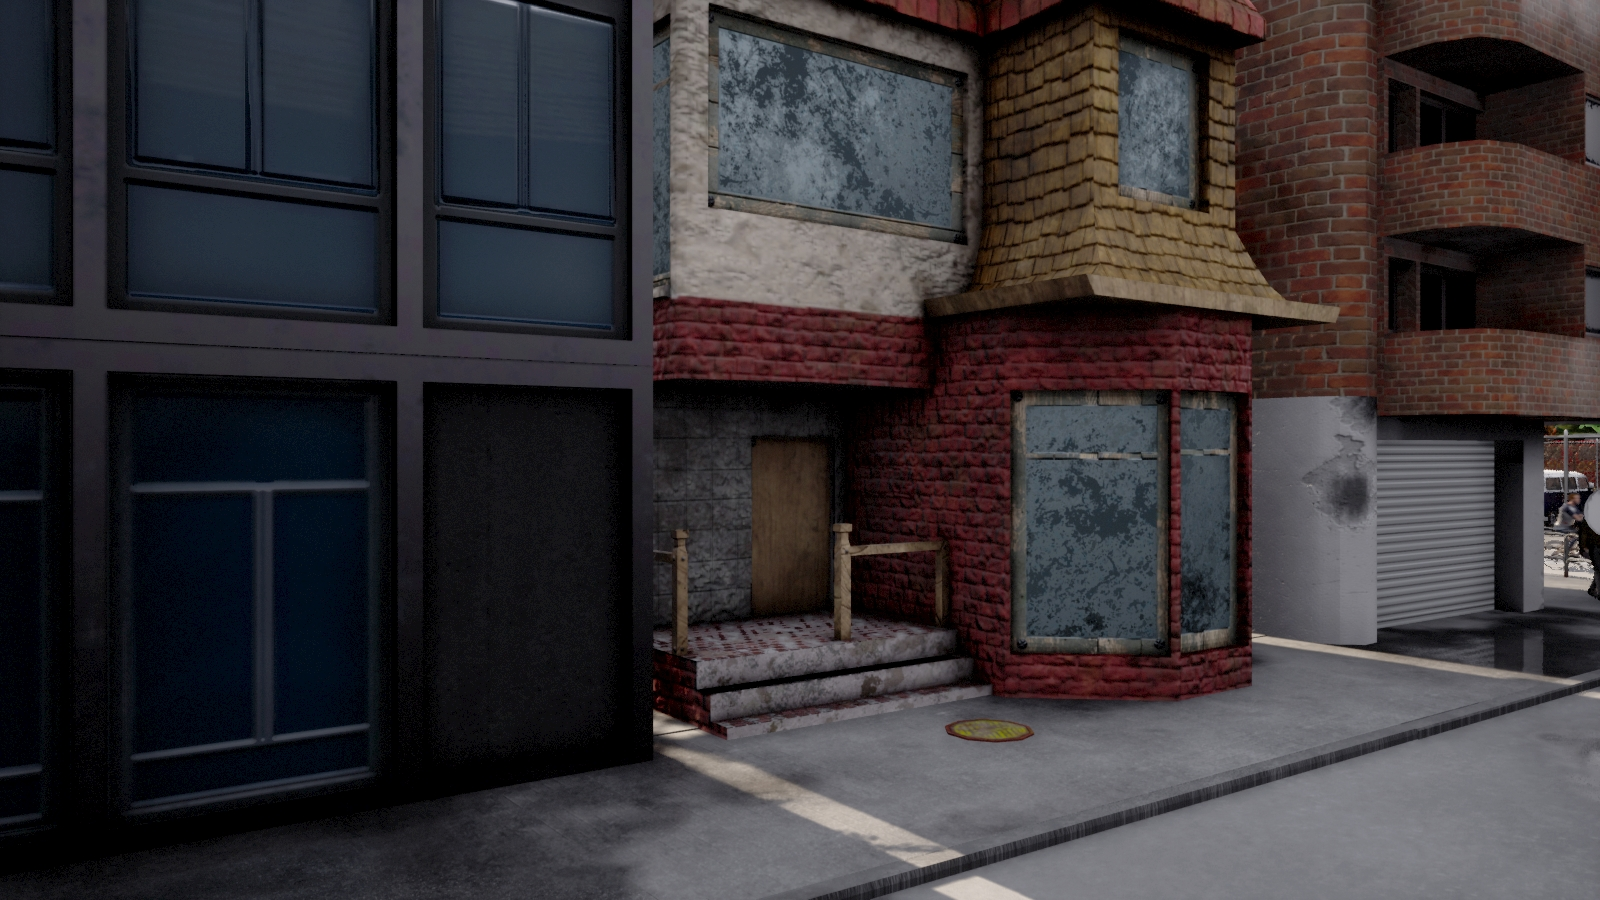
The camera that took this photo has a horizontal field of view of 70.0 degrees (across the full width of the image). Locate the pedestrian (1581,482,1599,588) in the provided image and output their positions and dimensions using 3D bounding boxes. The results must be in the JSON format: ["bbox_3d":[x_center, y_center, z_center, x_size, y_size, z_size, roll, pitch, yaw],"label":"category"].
[{"bbox_3d":[14.243,1.507,20.420,0.375,1.860,0.375,0,0,17],"label":"pedestrian"}]

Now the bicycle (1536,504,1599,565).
[{"bbox_3d":[17.857,1.924,26.196,0.373,1.296,1.643,0,0,-34],"label":"bicycle"}]
